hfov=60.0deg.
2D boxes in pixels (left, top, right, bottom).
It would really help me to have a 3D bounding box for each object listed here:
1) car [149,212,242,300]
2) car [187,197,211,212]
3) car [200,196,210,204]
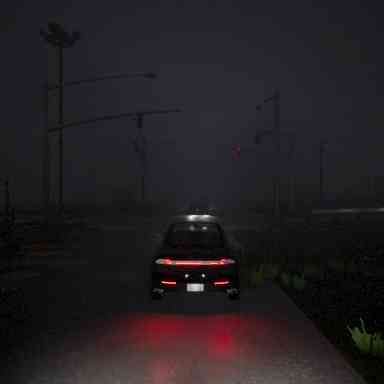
[{"bbox_3d":[0.078,1.492,8.364,2.128,1.511,4.902,0,0,0],"label":"car"},{"bbox_3d":[0.768,1.537,33.588,1.994,1.385,4.181,0,0,7],"label":"car"},{"bbox_3d":[2.574,1.490,64.798,1.812,1.442,4.674,0,0,3],"label":"car"}]
